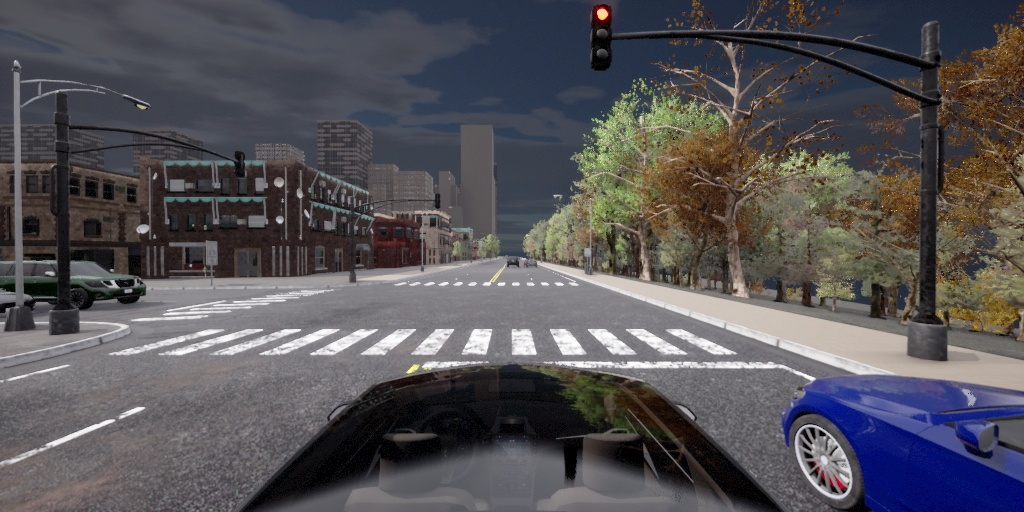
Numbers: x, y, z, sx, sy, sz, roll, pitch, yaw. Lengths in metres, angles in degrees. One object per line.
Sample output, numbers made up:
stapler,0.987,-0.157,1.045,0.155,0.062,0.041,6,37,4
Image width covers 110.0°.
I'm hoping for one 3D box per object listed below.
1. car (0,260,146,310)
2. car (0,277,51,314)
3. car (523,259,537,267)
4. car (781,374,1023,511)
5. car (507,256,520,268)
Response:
car,-19.309,1.192,15.478,5.566,2.045,2.150,-1,1,0
car,-19.925,1.570,12.776,4.313,1.339,1.948,0,0,0
car,3.478,1.245,63.877,2.128,1.511,4.902,0,0,0
car,3.346,1.276,1.332,1.812,1.442,4.674,0,0,2
car,0.226,0.975,63.717,2.150,2.045,5.566,0,0,1
